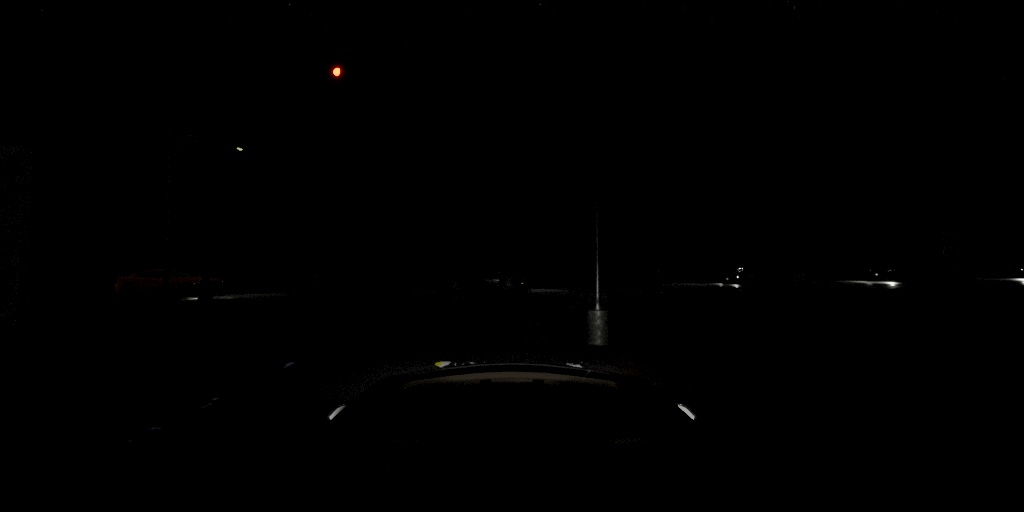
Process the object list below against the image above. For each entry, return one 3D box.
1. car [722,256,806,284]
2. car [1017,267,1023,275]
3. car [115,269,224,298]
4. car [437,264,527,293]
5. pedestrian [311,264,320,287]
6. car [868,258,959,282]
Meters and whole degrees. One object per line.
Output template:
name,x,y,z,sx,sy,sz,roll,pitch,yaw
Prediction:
car,16.283,0.875,23.422,4.553,1.767,2.097,-1,-2,0
car,36.727,0.751,23.359,5.357,1.411,2.033,-1,-2,0
car,-18.747,1.445,19.780,5.008,1.535,1.882,-1,-2,1
car,-1.647,1.195,19.761,4.892,1.490,1.837,-1,-2,0
pedestrian,-15.058,1.466,27.396,0.375,1.860,0.375,0,-1,0
car,26.132,0.891,23.394,4.674,1.442,1.812,-1,-2,1
